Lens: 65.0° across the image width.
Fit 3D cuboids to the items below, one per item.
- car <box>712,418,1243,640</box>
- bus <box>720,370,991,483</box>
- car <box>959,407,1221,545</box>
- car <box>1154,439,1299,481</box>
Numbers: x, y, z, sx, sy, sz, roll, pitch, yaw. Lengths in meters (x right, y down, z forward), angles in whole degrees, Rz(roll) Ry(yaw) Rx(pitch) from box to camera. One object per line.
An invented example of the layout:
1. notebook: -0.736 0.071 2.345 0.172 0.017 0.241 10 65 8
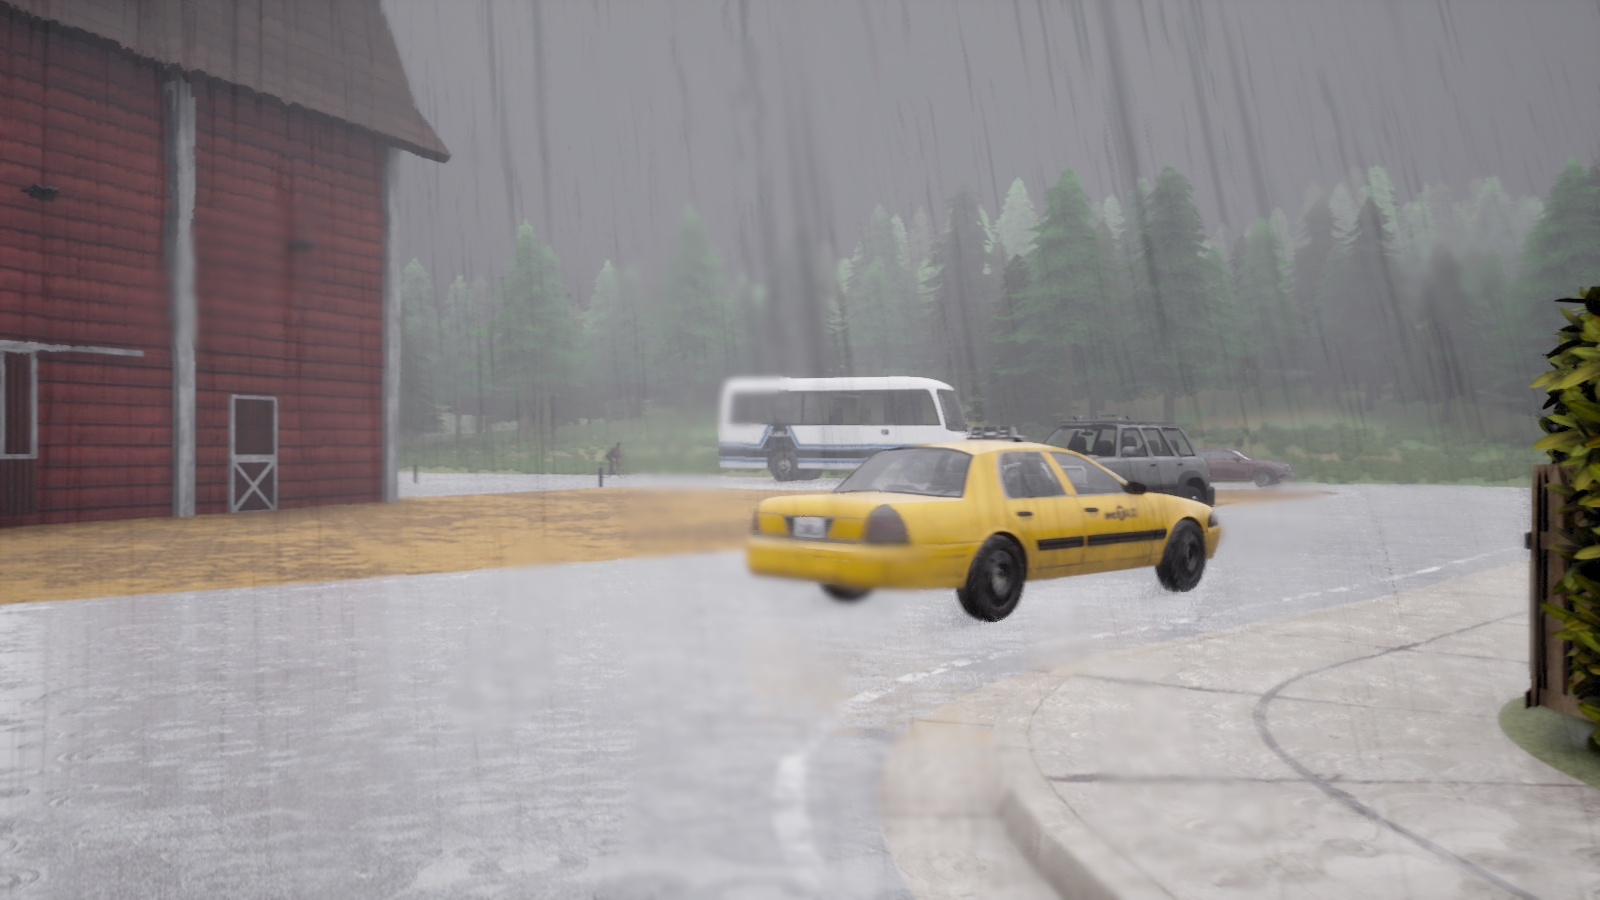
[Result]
1. car: 1.864 0.527 11.379 5.366 1.575 1.801 -1 0 -44
2. bus: 2.246 -0.844 51.183 10.273 4.253 3.944 -1 0 22
3. car: 4.557 0.329 19.256 1.932 1.855 4.605 -1 0 41
4. car: 15.373 0.360 45.344 4.674 1.442 1.812 -1 0 32
